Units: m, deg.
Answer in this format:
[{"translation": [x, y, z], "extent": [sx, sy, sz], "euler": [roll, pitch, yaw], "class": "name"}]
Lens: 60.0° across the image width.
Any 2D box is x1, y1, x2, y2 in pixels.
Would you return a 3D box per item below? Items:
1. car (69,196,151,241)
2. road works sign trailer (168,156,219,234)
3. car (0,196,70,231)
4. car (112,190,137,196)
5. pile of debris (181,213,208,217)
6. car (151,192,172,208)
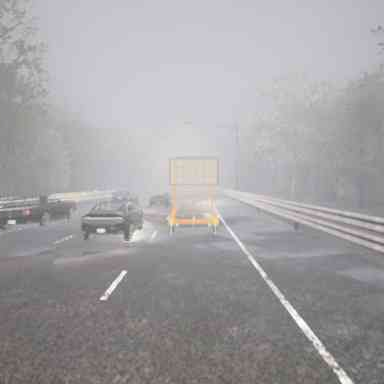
[{"translation": [-3.316, 1.139, 14.641], "extent": [2.128, 1.511, 4.902], "euler": [0, 1, 1], "class": "car"}, {"translation": [0.091, 0.072, 16.239], "extent": [2.380, 3.560, 2.880], "euler": [0, 1, 1], "class": "road works sign trailer"}, {"translation": [-6.881, 0.822, 14.961], "extent": [1.895, 1.301, 4.718], "euler": [-4, 1, 0], "class": "car"}, {"translation": [-6.552, 0.567, 32.555], "extent": [2.097, 1.767, 4.553], "euler": [0, 1, 1], "class": "car"}, {"translation": [0.177, 1.604, 23.283], "extent": [1.860, 0.140, 1.500], "euler": [0, 1, 1], "class": "pile of debris"}, {"translation": [-3.049, 0.694, 32.984], "extent": [2.128, 1.511, 4.902], "euler": [0, 1, 1], "class": "car"}]
